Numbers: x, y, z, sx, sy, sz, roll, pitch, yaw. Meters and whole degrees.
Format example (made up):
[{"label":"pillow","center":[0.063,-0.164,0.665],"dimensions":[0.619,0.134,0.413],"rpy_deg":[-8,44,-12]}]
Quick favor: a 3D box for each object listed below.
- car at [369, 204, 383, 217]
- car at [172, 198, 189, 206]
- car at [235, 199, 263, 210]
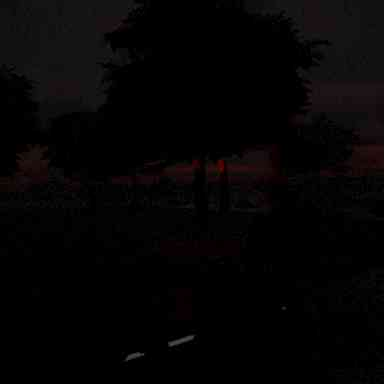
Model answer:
[{"label":"car","center":[18.635,1.518,29.290],"dimensions":[2.033,1.411,5.357],"rpy_deg":[-3,1,-33]},{"label":"car","center":[-2.274,1.945,64.903],"dimensions":[1.882,1.535,5.008],"rpy_deg":[-3,0,-28]},{"label":"car","center":[7.917,1.666,46.662],"dimensions":[1.812,1.442,4.674],"rpy_deg":[-3,1,-30]}]
